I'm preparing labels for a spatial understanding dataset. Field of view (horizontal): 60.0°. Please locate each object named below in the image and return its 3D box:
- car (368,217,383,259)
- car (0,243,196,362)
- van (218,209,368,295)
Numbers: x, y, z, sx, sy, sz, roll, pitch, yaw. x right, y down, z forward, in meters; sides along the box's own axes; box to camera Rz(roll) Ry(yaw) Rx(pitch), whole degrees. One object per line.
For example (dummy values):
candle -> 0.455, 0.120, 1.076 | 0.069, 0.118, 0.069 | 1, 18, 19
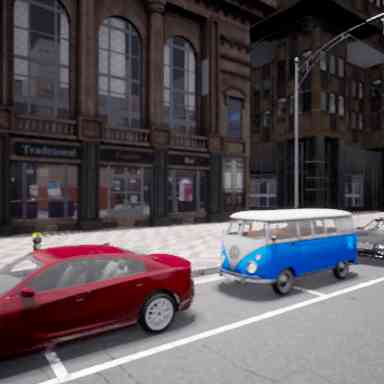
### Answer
car -> 7.104, 1.566, 11.714 | 4.403, 1.369, 2.008 | 0, 0, -35
car -> -2.045, 1.546, 5.189 | 4.507, 1.381, 1.887 | 0, 0, -35
van -> 2.530, 1.350, 8.452 | 3.998, 1.788, 1.690 | 0, 0, -35
